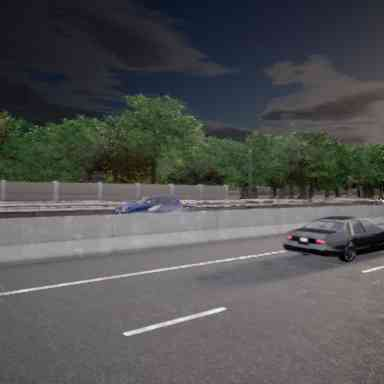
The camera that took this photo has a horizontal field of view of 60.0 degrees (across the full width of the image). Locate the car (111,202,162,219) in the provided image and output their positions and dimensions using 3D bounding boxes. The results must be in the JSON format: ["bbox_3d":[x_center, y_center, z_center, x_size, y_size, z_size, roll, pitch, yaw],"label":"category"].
[{"bbox_3d":[-5.077,1.630,30.451,4.181,1.385,1.994,0,0,-35],"label":"car"}]

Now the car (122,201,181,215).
[{"bbox_3d":[-2.270,1.584,23.860,4.674,1.442,1.812,0,0,-35],"label":"car"}]

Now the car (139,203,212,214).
[{"bbox_3d":[-0.286,1.605,20.980,5.357,1.411,2.033,0,0,-35],"label":"car"}]

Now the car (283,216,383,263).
[{"bbox_3d":[5.657,1.604,12.202,5.357,1.411,2.033,0,0,-35],"label":"car"}]

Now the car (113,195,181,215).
[{"bbox_3d":[-3.339,1.285,27.398,5.566,2.045,2.150,0,0,-35],"label":"car"}]
